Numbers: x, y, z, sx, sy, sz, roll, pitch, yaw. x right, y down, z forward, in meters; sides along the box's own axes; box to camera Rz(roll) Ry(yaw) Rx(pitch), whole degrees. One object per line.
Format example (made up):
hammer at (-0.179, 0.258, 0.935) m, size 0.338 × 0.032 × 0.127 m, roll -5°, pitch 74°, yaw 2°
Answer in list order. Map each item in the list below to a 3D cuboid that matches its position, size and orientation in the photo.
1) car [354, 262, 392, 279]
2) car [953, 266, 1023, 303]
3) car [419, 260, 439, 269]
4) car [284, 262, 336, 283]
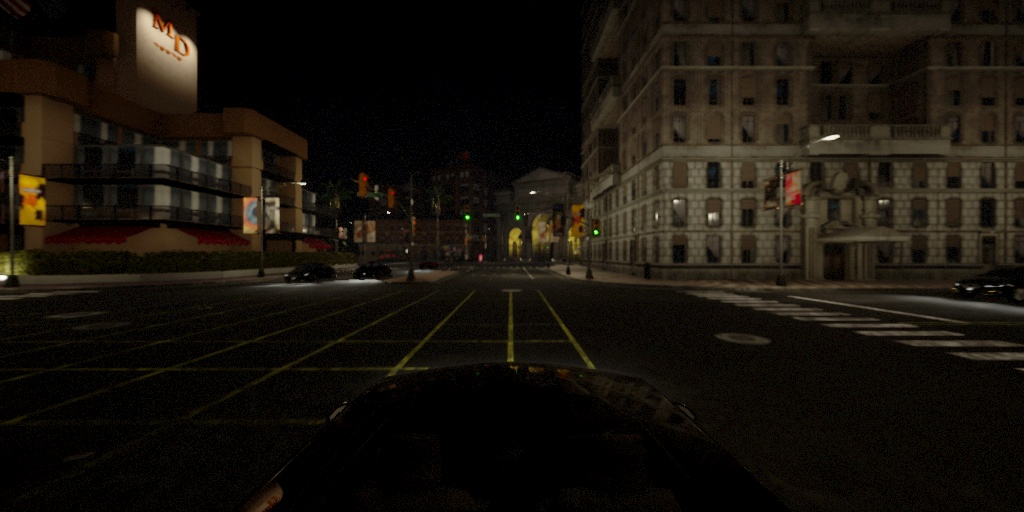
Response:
car at (-11.583, 1.202, 30.084) m, size 1.994 × 1.385 × 4.181 m, roll 0°, pitch 0°, yaw 0°
car at (22.563, 1.200, 15.802) m, size 4.892 × 1.490 × 1.837 m, roll 0°, pitch 0°, yaw 0°
car at (-11.515, 1.160, 49.950) m, size 1.895 × 1.301 × 4.718 m, roll 0°, pitch 0°, yaw 0°
car at (-15.003, 1.230, 26.945) m, size 1.812 × 1.442 × 4.674 m, roll 0°, pitch 1°, yaw 0°
